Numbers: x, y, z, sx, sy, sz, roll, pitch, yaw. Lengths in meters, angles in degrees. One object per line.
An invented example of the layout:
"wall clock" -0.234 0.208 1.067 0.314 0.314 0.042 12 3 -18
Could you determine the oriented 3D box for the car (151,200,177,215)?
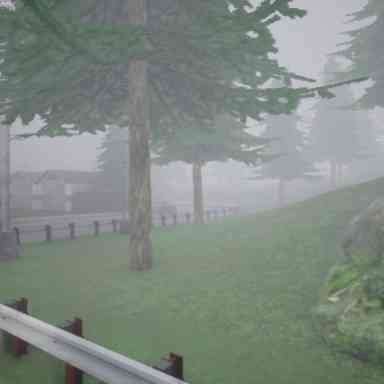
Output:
"car" -3.035 1.430 30.597 1.994 1.385 4.181 0 0 24
